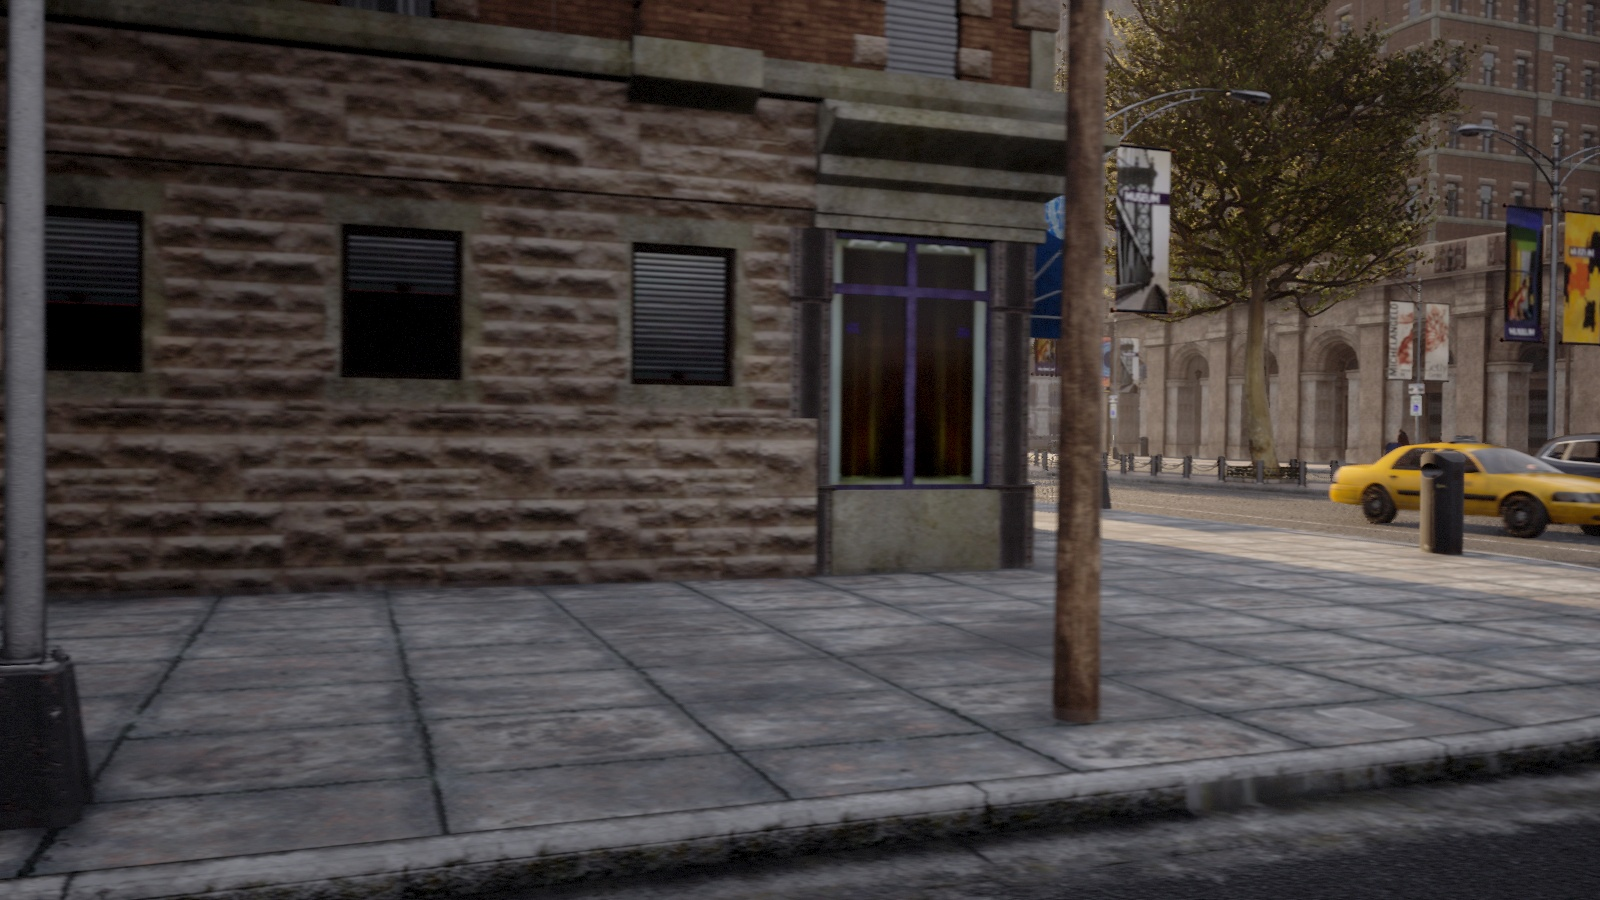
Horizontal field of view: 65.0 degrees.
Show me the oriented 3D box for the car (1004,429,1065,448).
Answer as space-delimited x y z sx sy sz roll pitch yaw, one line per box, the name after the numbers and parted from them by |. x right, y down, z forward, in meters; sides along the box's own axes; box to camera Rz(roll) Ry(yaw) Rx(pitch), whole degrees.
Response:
18.163 -0.883 97.405 4.181 1.385 1.994 -1 1 -21 | car

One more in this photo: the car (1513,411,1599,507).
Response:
15.065 0.145 21.509 2.242 1.667 4.611 -1 1 -19 | car

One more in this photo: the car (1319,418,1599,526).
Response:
11.433 0.281 21.234 1.801 1.575 5.366 -1 1 -19 | car
